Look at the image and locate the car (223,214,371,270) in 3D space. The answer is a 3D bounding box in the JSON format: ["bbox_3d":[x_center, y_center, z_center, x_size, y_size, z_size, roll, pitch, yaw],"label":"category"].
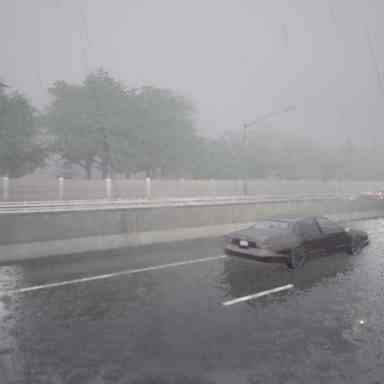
[{"bbox_3d":[3.481,1.415,10.570,5.357,1.411,2.033,-1,1,-35],"label":"car"}]

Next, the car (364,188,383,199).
[{"bbox_3d":[25.317,0.538,43.510,5.566,2.045,2.150,-1,0,-35],"label":"car"}]

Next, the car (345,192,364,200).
[{"bbox_3d":[23.289,0.806,46.359,4.902,1.511,2.128,-1,0,-35],"label":"car"}]
